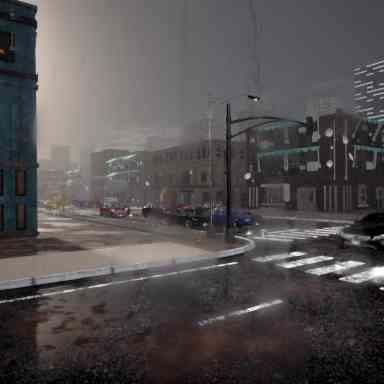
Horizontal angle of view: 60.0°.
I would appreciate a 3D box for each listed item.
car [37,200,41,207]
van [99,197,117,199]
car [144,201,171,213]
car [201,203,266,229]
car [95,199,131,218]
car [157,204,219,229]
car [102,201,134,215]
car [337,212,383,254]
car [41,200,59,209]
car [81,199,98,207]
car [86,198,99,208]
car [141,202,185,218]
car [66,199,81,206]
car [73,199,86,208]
[{"bbox_3d":[-30.756,2.376,66.768,2.008,1.369,4.403,-1,0,-35],"label":"car"},{"bbox_3d":[-14.314,1.907,58.082,1.690,1.788,3.998,-1,0,-35],"label":"van"},{"bbox_3d":[-4.693,1.966,44.544,1.802,1.307,4.206,-2,0,-35],"label":"car"},{"bbox_3d":[2.782,1.750,23.990,2.033,1.411,5.357,-1,0,-34],"label":"car"},{"bbox_3d":[-8.324,1.847,35.177,1.967,1.590,4.097,-1,0,-35],"label":"car"},{"bbox_3d":[-0.385,1.815,23.793,1.947,1.339,4.313,-1,0,-35],"label":"car"},{"bbox_3d":[-9.199,1.930,40.916,2.128,1.511,4.902,-1,0,-35],"label":"car"},{"bbox_3d":[7.668,1.523,13.124,4.674,1.442,1.812,0,0,-36],"label":"car"},{"bbox_3d":[-24.248,2.233,57.603,1.752,1.417,4.829,-1,0,-35],"label":"car"},{"bbox_3d":[-20.719,2.228,67.108,1.887,1.381,4.507,-1,0,-35],"label":"car"},{"bbox_3d":[-17.520,1.940,62.595,2.192,1.841,5.009,-1,0,-35],"label":"car"},{"bbox_3d":[-3.198,1.812,32.451,2.128,1.511,4.902,-1,0,-35],"label":"car"},{"bbox_3d":[-27.129,2.364,76.135,1.947,1.339,4.313,-1,0,-35],"label":"car"},{"bbox_3d":[-20.457,2.192,62.280,1.812,1.442,4.674,-1,0,-35],"label":"car"}]
